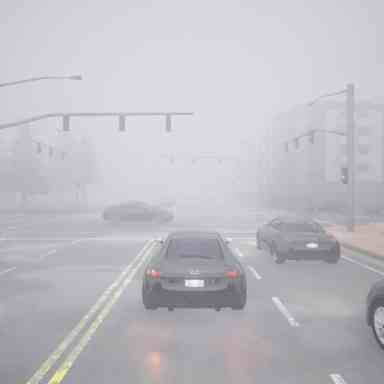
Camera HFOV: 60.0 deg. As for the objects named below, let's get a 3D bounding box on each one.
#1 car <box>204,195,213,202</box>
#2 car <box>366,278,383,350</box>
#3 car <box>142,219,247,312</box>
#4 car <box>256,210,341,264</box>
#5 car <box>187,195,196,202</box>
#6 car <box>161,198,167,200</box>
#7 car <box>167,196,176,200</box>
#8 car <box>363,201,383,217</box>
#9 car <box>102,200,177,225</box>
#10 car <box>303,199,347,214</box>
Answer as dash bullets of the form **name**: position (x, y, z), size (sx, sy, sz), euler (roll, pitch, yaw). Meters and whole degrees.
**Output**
- **car**: position (3.459, 1.363, 71.343), size (2.128, 1.511, 4.902), euler (0, 0, 0)
- **car**: position (3.599, 1.505, 3.200), size (1.837, 1.490, 4.892), euler (0, 0, 0)
- **car**: position (0.055, 1.564, 7.819), size (1.994, 1.385, 4.181), euler (0, 0, 0)
- **car**: position (3.575, 1.564, 11.904), size (1.994, 1.385, 4.181), euler (0, 0, 0)
- **car**: position (-0.041, 1.392, 71.327), size (1.994, 1.385, 4.181), euler (0, 0, 0)
- **car**: position (-5.154, 1.490, 30.033), size (4.902, 1.511, 2.128), euler (0, 0, -36)
- **car**: position (-3.610, 1.526, 47.134), size (1.812, 1.442, 4.674), euler (0, 0, 0)
- **car**: position (18.543, 1.505, 31.002), size (4.892, 1.490, 1.837), euler (0, 0, -2)
- **car**: position (-3.740, 1.492, 23.160), size (4.902, 1.511, 2.128), euler (0, 0, 0)
- **car**: position (14.046, 1.492, 34.388), size (4.902, 1.511, 2.128), euler (0, 0, -1)
